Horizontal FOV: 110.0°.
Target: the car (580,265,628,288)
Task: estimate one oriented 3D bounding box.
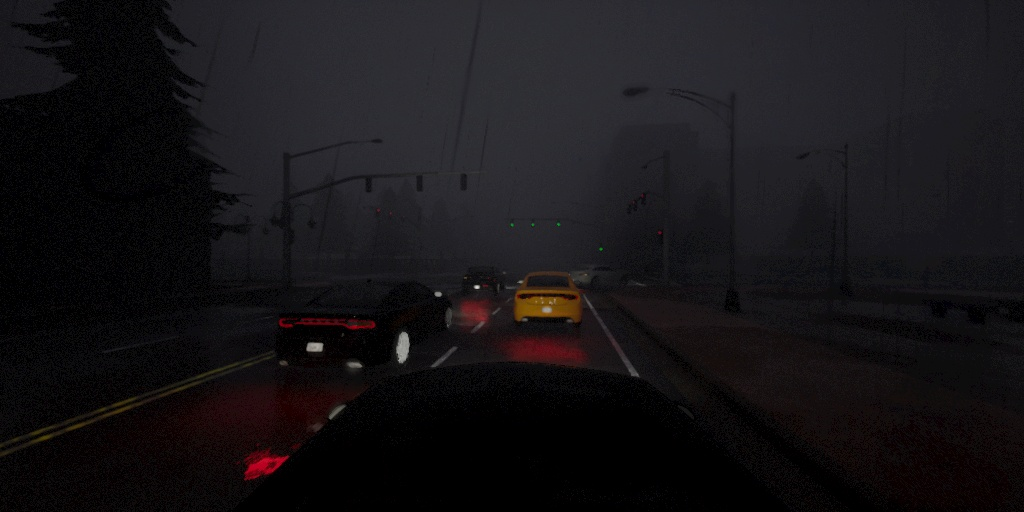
[{"bbox_3d":[5.741,1.285,23.889,4.674,1.442,1.812,0,-1,-36],"label":"car"}]

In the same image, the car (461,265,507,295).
[{"bbox_3d":[-1.462,1.244,19.633,1.837,1.490,4.892,0,0,5],"label":"car"}]

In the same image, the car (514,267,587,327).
[{"bbox_3d":[1.186,1.228,11.666,1.882,1.535,5.008,0,0,7],"label":"car"}]

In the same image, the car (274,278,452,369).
[{"bbox_3d":[-2.725,1.217,7.844,1.882,1.535,5.008,0,0,5],"label":"car"}]
